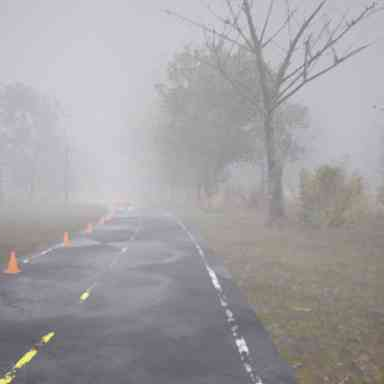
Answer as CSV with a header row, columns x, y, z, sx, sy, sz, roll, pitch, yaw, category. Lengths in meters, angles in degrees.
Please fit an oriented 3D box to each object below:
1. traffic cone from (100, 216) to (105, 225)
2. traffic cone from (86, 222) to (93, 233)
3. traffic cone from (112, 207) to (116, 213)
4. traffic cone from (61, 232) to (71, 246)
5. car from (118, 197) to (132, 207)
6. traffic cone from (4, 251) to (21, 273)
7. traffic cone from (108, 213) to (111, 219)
x,y,z,sx,sy,sz,roll,pitch,yaw,category
-6.548,2.077,24.318,0.340,0.580,0.340,0,0,-8,traffic cone
-5.961,2.055,19.423,0.340,0.580,0.340,0,0,-6,traffic cone
-8.102,2.124,34.054,0.340,0.580,0.340,0,0,-11,traffic cone
-5.500,2.032,14.515,0.340,0.580,0.340,0,0,-5,traffic cone
-11.309,1.621,55.976,2.097,1.767,4.553,0,0,-17,car
-5.167,2.010,9.596,0.340,0.580,0.340,0,0,-3,traffic cone
-7.262,2.100,29.196,0.340,0.580,0.340,0,0,-9,traffic cone
